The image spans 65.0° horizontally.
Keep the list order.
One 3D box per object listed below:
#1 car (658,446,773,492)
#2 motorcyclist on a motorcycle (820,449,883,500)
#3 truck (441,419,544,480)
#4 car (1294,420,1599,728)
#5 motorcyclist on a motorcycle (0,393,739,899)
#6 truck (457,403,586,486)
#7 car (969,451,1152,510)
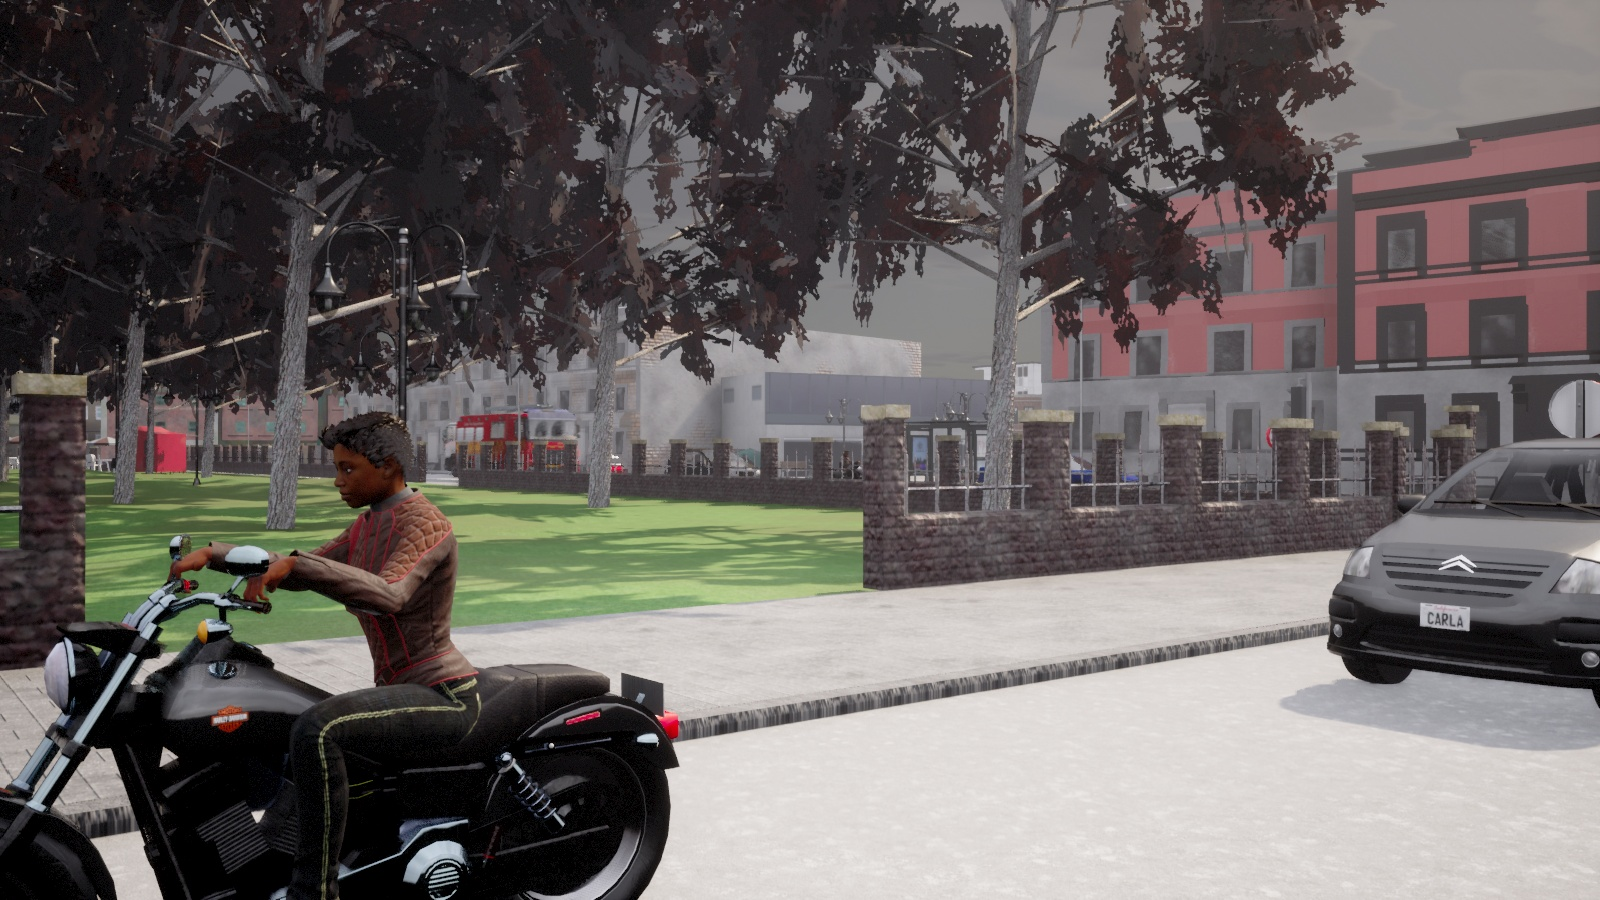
[{"bbox_3d":[-3.343,0.710,48.680,2.242,1.667,4.611,0,0,-38],"label":"car"},{"bbox_3d":[1.709,0.795,42.215,0.766,1.649,2.350,0,0,-38],"label":"motorcyclist on a motorcycle"},{"bbox_3d":[-18.275,-0.017,74.250,2.891,3.462,7.936,0,0,-38],"label":"truck"},{"bbox_3d":[5.248,0.653,8.460,3.988,1.617,1.851,0,0,-39],"label":"car"},{"bbox_3d":[-1.337,0.706,3.323,2.350,1.649,0.766,0,0,-40],"label":"motorcyclist on a motorcycle"},{"bbox_3d":[-13.932,-0.238,62.218,2.891,3.827,8.468,0,0,-38],"label":"truck"},{"bbox_3d":[7.198,0.793,35.220,1.882,1.535,5.008,0,0,-37],"label":"car"}]
